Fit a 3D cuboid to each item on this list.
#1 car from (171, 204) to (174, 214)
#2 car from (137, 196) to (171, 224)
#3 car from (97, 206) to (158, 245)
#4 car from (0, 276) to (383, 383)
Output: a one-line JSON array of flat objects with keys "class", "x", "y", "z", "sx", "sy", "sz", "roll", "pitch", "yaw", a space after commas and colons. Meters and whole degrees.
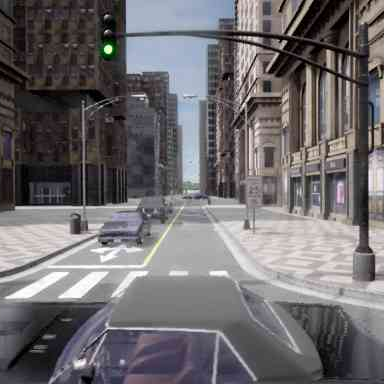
[{"class": "car", "x": -3.083, "y": 1.689, "z": 36.994, "sx": 1.812, "sy": 1.442, "sz": 4.674, "roll": 0, "pitch": 0, "yaw": 0}, {"class": "car", "x": -3.102, "y": 1.352, "z": 26.663, "sx": 2.150, "sy": 2.045, "sz": 5.566, "roll": 0, "pitch": 0, "yaw": -1}, {"class": "car", "x": -3.106, "y": 1.645, "z": 16.444, "sx": 2.033, "sy": 1.411, "sz": 5.357, "roll": 0, "pitch": 0, "yaw": 0}, {"class": "car", "x": -0.503, "y": 1.580, "z": 3.201, "sx": 4.718, "sy": 1.301, "sz": 1.895, "roll": 0, "pitch": 1, "yaw": 0}]
